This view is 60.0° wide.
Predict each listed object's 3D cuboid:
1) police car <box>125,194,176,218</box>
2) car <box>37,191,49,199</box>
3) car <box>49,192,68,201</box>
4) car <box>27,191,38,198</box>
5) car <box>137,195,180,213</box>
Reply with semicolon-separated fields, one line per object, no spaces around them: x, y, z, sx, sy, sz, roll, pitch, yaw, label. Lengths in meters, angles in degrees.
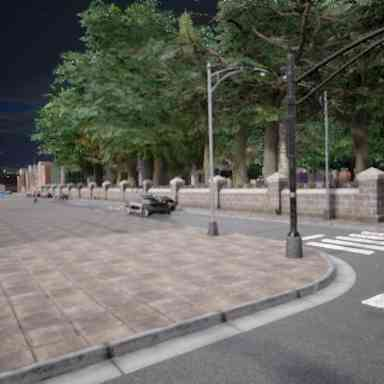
-3.455;1.004;25.766;1.930;1.638;5.238;-2;2;-35;police car
-29.294;0.680;67.007;1.802;1.307;4.206;-2;1;-35;car
-22.739;0.727;57.708;2.008;1.369;4.403;-2;1;-35;car
-35.853;0.470;76.303;1.967;1.590;4.097;-2;1;-35;car
-3.071;1.030;29.814;1.947;1.339;4.313;-2;1;-35;car
